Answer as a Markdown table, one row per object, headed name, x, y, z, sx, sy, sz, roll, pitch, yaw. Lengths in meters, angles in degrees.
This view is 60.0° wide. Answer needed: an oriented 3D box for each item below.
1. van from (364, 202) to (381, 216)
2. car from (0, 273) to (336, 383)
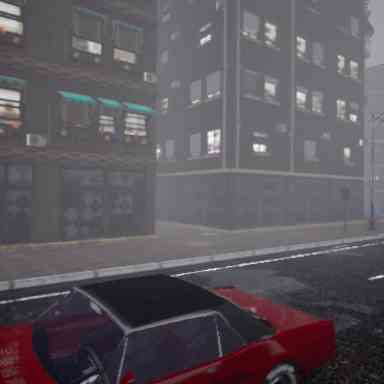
| name | x | y | z | sx | sy | sz | roll | pitch | yaw |
| --- | --- | --- | --- | --- | --- | --- | --- | --- | --- |
| van | 22.539 | 2.197 | 43.589 | 1.690 | 1.788 | 3.998 | 0 | -1 | -36 |
| car | -0.780 | 1.615 | 3.132 | 4.718 | 1.301 | 1.895 | 1 | -1 | -36 |
